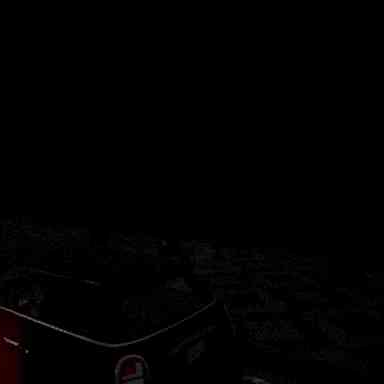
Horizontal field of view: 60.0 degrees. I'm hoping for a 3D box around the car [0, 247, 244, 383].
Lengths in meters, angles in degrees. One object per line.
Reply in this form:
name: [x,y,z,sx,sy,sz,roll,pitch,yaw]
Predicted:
car: [-1.543,1.419,4.062,4.097,1.590,1.967,0,0,35]
